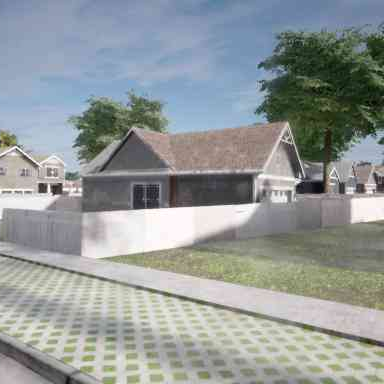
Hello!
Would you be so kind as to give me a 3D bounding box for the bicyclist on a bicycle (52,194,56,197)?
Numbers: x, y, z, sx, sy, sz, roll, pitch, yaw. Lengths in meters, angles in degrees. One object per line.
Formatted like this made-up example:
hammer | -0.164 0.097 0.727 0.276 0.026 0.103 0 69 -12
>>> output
bicyclist on a bicycle | -13.073 1.028 31.582 1.656 1.620 0.582 0 1 34
